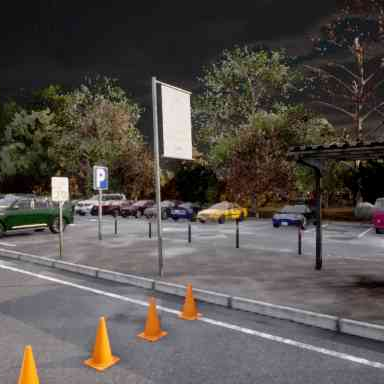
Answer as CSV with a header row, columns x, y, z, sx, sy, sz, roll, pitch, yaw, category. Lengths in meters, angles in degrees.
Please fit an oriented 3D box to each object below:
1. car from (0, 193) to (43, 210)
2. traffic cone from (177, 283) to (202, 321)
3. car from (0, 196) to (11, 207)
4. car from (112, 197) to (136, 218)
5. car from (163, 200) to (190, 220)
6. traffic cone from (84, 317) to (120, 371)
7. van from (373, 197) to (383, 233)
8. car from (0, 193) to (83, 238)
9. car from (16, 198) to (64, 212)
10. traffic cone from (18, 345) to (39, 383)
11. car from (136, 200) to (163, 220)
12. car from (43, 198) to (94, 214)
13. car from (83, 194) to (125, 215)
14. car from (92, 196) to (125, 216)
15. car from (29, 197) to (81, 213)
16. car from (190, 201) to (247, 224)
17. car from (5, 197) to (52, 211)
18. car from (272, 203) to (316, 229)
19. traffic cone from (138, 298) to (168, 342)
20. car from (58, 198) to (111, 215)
x,y,z,sx,sy,sz,roll,pitch,yaw,category
-22.534,1.153,42.858,2.435,2.045,5.566,0,0,35,car
-0.042,1.957,6.036,0.340,0.580,0.340,0,0,36,traffic cone
-29.225,1.332,47.823,1.946,1.575,5.366,1,0,35,car
-4.345,1.469,30.113,2.097,1.535,5.008,0,0,35,car
0.210,1.504,26.941,2.163,1.488,4.792,0,0,35,car
-1.192,1.957,4.404,0.340,0.580,0.340,0,0,35,traffic cone
11.614,1.264,19.032,1.878,1.987,4.442,0,0,35,van
-8.903,1.221,17.289,2.435,2.045,5.566,0,0,35,car
-17.989,1.469,39.662,2.163,1.488,4.792,0,0,35,car
-1.767,1.957,3.587,0.340,0.580,0.340,0,0,35,traffic cone
-2.073,1.473,28.518,2.231,1.521,4.892,0,0,35,car
-13.435,1.455,36.490,2.097,1.535,5.008,0,0,35,car
-8.906,1.212,33.278,2.435,2.045,5.566,0,0,35,car
-6.616,1.466,31.710,2.097,1.535,5.008,0,0,35,car
-15.598,1.444,38.243,1.946,1.575,5.366,0,0,35,car
2.357,1.475,25.169,1.946,1.575,5.366,0,0,35,car
-20.233,1.452,41.310,2.163,1.488,4.792,0,0,35,car
6.989,1.513,22.104,2.163,1.488,4.792,0,0,35,car
-0.617,1.957,5.220,0.340,0.580,0.340,0,0,35,traffic cone
-11.163,1.461,34.892,2.231,1.521,4.892,0,0,35,car
